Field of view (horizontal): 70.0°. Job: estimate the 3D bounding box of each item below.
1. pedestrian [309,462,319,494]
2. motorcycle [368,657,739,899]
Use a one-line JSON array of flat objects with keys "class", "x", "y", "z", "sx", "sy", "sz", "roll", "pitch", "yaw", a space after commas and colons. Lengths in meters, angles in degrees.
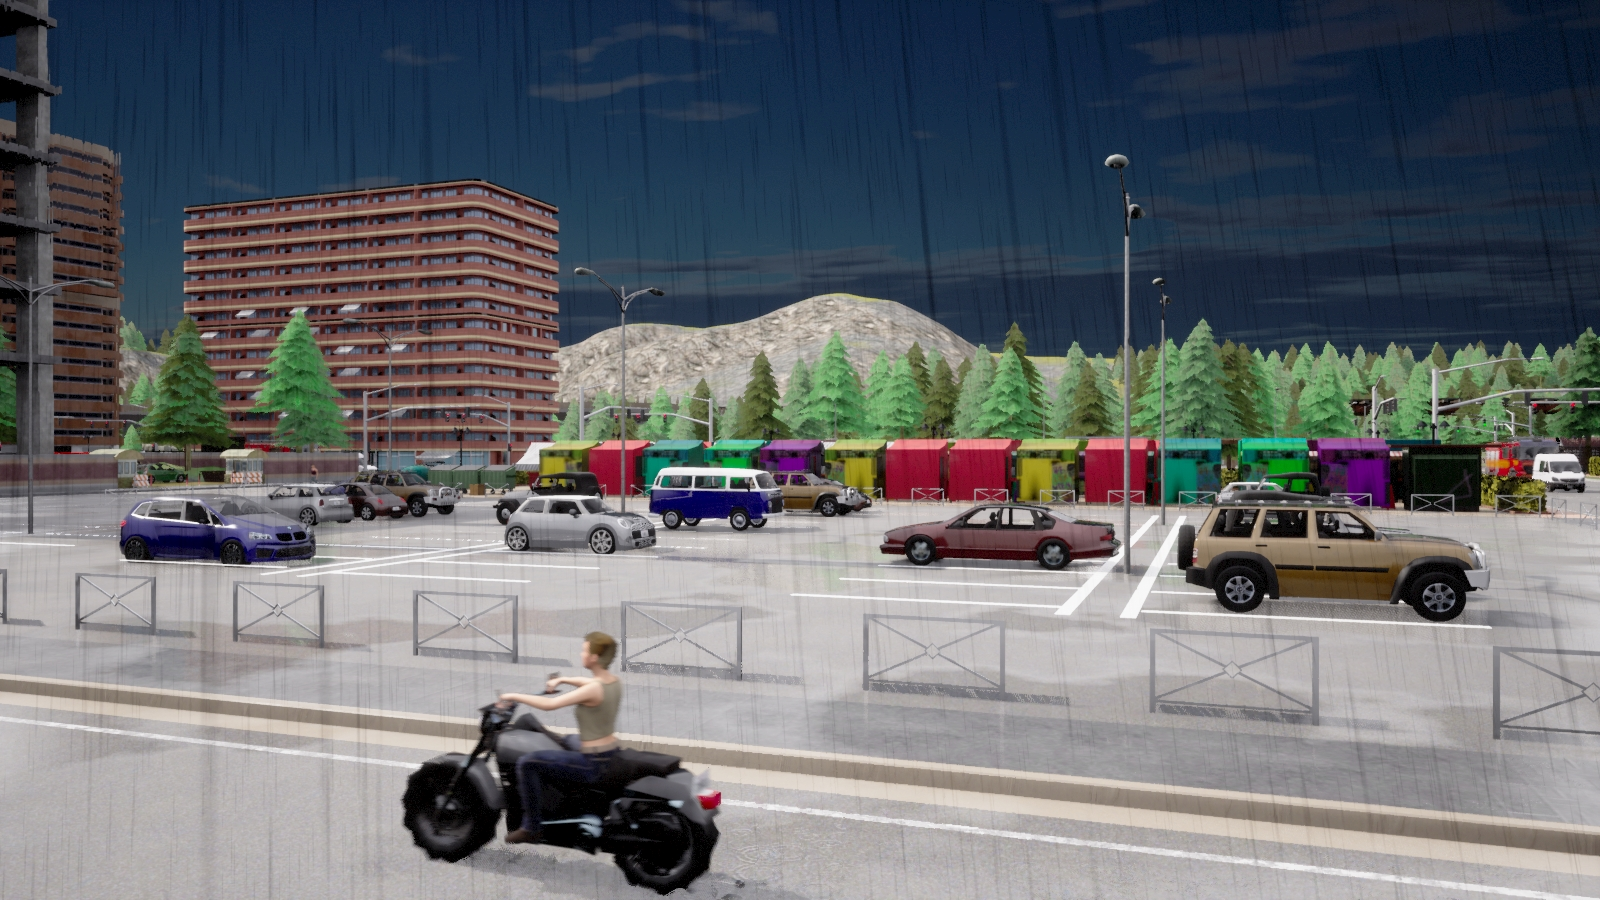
[{"class": "pedestrian", "x": -28.219, "y": 1.643, "z": 66.355, "sx": 0.375, "sy": 1.860, "sz": 0.375, "roll": 0, "pitch": 0, "yaw": 19}, {"class": "motorcycle", "x": -1.637, "y": 2.155, "z": 7.553, "sx": 2.356, "sy": 1.307, "sz": 0.764, "roll": 0, "pitch": 0, "yaw": 21}]
